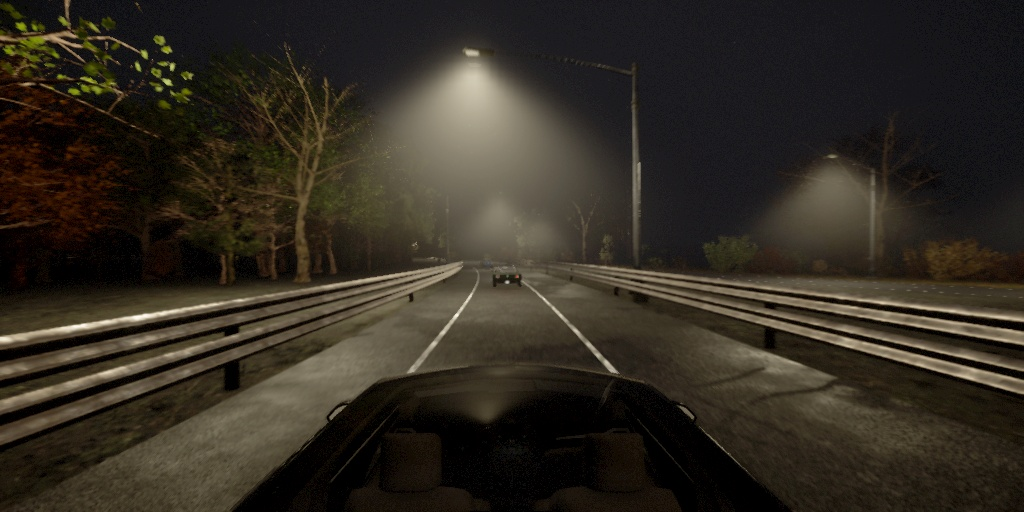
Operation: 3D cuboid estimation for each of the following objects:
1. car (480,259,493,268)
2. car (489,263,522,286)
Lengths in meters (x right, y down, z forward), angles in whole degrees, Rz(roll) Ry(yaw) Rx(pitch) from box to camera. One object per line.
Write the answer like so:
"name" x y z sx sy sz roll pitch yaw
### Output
"car" -4.234 1.266 59.373 2.033 1.411 5.357 0 0 -10
"car" -0.468 1.354 25.052 1.895 1.301 4.718 0 0 -4
